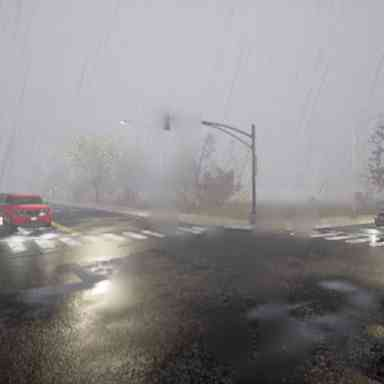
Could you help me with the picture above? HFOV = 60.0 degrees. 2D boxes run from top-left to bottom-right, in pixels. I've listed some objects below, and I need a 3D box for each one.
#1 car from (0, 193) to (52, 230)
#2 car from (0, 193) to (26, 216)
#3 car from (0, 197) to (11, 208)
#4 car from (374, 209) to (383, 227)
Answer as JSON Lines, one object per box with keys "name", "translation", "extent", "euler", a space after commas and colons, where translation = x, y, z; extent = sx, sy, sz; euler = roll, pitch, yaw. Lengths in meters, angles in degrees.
{"name": "car", "translation": [-10.487, 1.148, 20.993], "extent": [2.150, 2.045, 5.566], "euler": [-1, 1, -35]}
{"name": "car", "translation": [-17.703, 1.122, 32.329], "extent": [2.150, 2.045, 5.566], "euler": [-1, 0, -32]}
{"name": "car", "translation": [-26.318, 1.410, 45.904], "extent": [2.033, 1.411, 5.357], "euler": [-1, 1, -32]}
{"name": "car", "translation": [13.274, 1.442, 20.831], "extent": [4.892, 1.490, 1.837], "euler": [0, 0, -36]}
